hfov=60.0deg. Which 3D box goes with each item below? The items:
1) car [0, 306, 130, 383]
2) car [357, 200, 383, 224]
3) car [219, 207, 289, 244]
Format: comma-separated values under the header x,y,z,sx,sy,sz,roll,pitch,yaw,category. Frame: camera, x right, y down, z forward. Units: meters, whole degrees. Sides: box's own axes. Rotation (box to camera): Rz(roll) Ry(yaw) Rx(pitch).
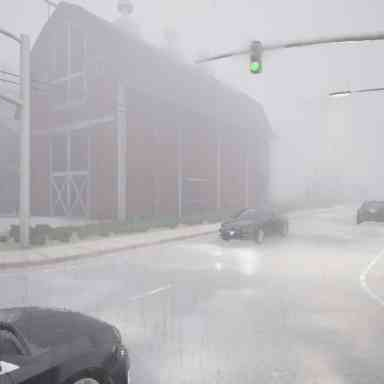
x,y,z,sx,sy,sz,roll,pitch,yaw,category
-2.574,1.585,2.195,1.837,1.490,4.892,0,0,36,car
13.323,1.354,23.849,2.097,1.767,4.553,0,0,36,car
3.120,1.504,16.038,1.837,1.490,4.892,0,0,36,car
